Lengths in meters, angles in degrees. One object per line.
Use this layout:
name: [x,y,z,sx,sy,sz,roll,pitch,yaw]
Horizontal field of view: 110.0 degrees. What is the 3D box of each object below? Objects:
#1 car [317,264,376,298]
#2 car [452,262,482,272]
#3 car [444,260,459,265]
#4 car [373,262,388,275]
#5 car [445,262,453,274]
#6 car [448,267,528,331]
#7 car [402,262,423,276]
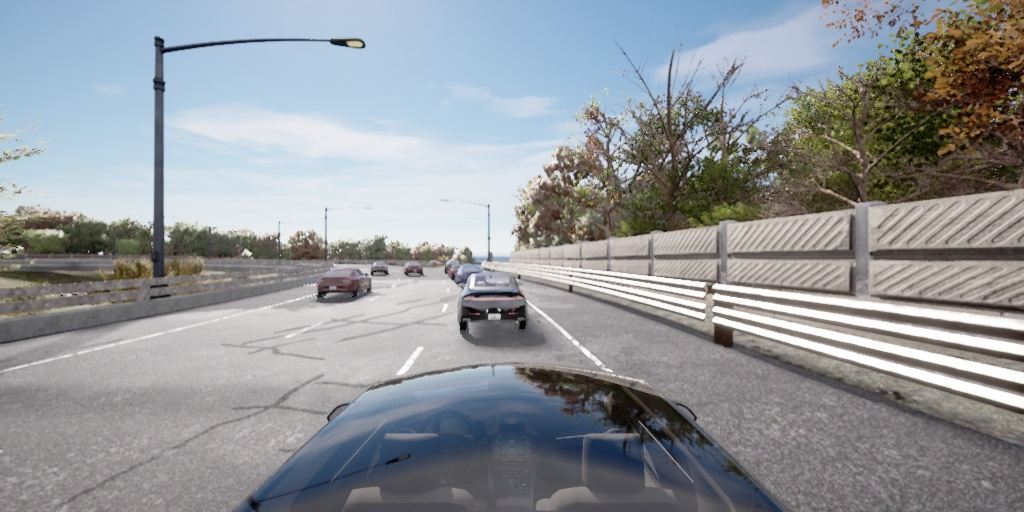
car: [-8.749,1.330,18.944,1.812,1.442,4.674,0,0,-10]
car: [-2.865,1.345,24.458,1.812,1.442,4.674,0,0,-12]
car: [-7.368,1.373,44.426,2.128,1.511,4.902,0,0,-11]
car: [-15.585,1.423,41.920,2.033,1.411,5.357,0,0,-23]
car: [-4.673,1.445,32.255,1.895,1.301,4.718,0,0,-14]
car: [-0.648,1.269,11.115,2.128,1.511,4.902,0,0,-5]
car: [-11.094,1.395,40.045,1.812,1.442,4.674,0,0,-21]
